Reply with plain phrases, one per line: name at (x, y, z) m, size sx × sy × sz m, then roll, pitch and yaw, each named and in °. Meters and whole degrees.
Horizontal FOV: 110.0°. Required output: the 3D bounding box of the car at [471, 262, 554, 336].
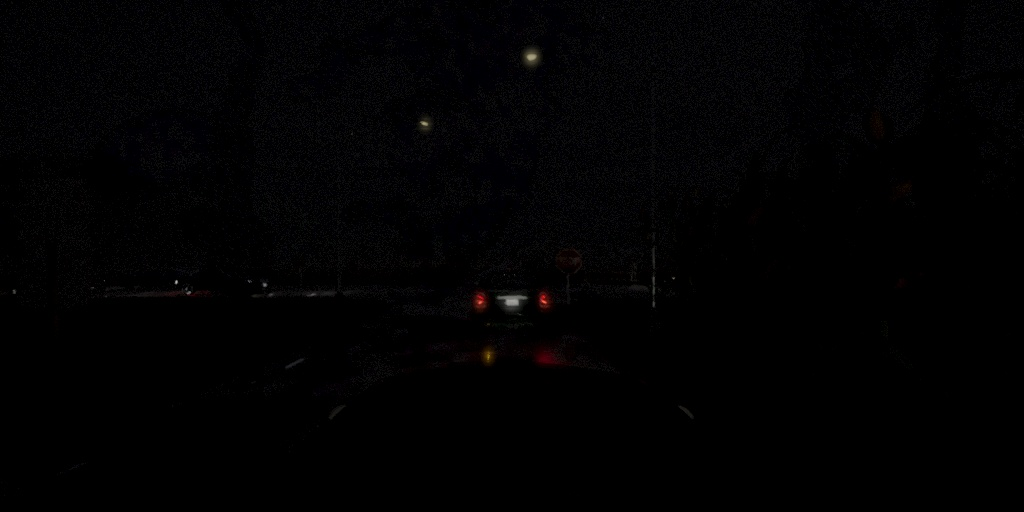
car at (-0.067, 1.182, 10.902) m, size 2.097 × 1.767 × 4.553 m, roll 0°, pitch 0°, yaw -2°

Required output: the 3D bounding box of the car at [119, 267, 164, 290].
car at (-23.842, 1.478, 24.492) m, size 4.674 × 1.442 × 1.812 m, roll 0°, pitch 1°, yaw 0°

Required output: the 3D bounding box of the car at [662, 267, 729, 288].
car at (12.823, 1.461, 24.672) m, size 4.674 × 1.442 × 1.812 m, roll 0°, pitch 1°, yaw 1°

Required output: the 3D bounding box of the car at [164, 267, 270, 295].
car at (-17.284, 1.485, 21.556) m, size 4.902 × 1.511 × 2.128 m, roll 0°, pitch 1°, yaw 0°

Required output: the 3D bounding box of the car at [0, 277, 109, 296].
car at (-27.405, 1.618, 21.516) m, size 4.718 × 1.301 × 1.895 m, roll 0°, pitch 1°, yaw 0°

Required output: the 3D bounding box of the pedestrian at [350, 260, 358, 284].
pedestrian at (-12.192, 1.222, 27.549) m, size 0.375 × 1.860 × 0.375 m, roll 0°, pitch 1°, yaw 0°
